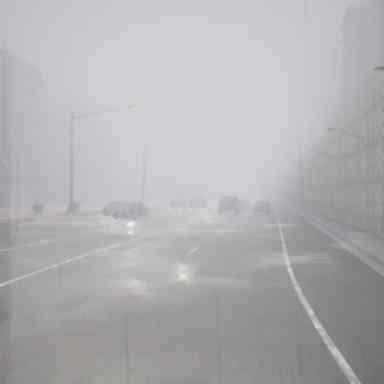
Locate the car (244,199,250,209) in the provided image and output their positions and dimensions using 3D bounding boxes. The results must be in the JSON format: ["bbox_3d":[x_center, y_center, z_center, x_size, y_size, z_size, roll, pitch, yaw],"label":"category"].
[{"bbox_3d":[6.919,1.843,49.057,2.033,1.411,5.357,0,0,14],"label":"car"}]

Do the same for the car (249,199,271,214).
[{"bbox_3d":[8.097,1.802,38.593,2.033,1.411,5.357,0,0,13],"label":"car"}]

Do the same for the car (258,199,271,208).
[{"bbox_3d":[12.756,1.937,58.340,2.033,1.411,5.357,0,0,14],"label":"car"}]

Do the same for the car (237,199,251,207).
[{"bbox_3d":[9.353,1.912,59.160,2.033,1.411,5.357,0,0,14],"label":"car"}]

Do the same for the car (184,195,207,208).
[{"bbox_3d":[0.934,1.495,54.132,2.150,2.045,5.566,0,-1,14],"label":"car"}]

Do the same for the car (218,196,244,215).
[{"bbox_3d":[4.371,1.444,38.085,2.150,2.045,5.566,0,0,13],"label":"car"}]

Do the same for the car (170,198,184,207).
[{"bbox_3d":[-2.286,1.729,55.688,1.882,1.535,5.008,0,-1,14],"label":"car"}]

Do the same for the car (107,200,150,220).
[{"bbox_3d":[-5.212,1.600,29.011,1.837,1.490,4.892,0,0,14],"label":"car"}]

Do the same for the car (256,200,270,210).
[{"bbox_3d":[10.411,1.887,48.609,1.994,1.385,4.181,0,0,14],"label":"car"}]

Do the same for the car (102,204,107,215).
[{"bbox_3d":[-7.517,1.606,34.370,1.837,1.490,4.892,0,0,14],"label":"car"}]
